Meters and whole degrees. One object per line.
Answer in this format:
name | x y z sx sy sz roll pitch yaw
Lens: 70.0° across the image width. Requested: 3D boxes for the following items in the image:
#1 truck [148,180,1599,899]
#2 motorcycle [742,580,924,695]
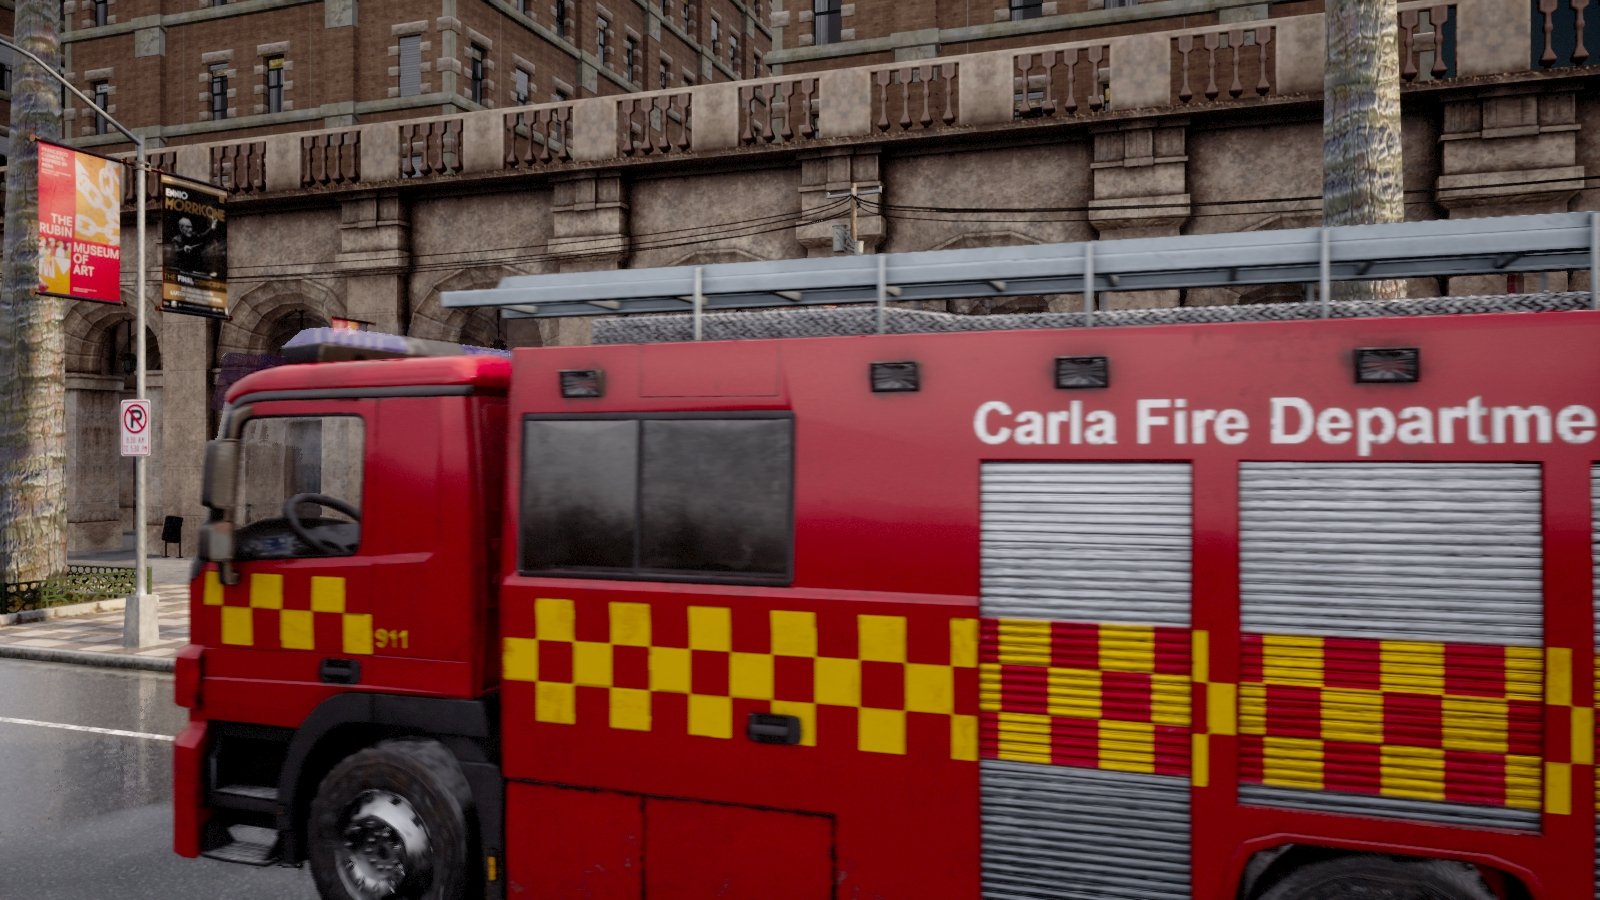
truck | 0.569 0.891 6.763 8.468 3.827 2.891 0 0 20
motorcycle | 0.395 2.215 13.714 2.033 1.145 0.803 0 0 20
